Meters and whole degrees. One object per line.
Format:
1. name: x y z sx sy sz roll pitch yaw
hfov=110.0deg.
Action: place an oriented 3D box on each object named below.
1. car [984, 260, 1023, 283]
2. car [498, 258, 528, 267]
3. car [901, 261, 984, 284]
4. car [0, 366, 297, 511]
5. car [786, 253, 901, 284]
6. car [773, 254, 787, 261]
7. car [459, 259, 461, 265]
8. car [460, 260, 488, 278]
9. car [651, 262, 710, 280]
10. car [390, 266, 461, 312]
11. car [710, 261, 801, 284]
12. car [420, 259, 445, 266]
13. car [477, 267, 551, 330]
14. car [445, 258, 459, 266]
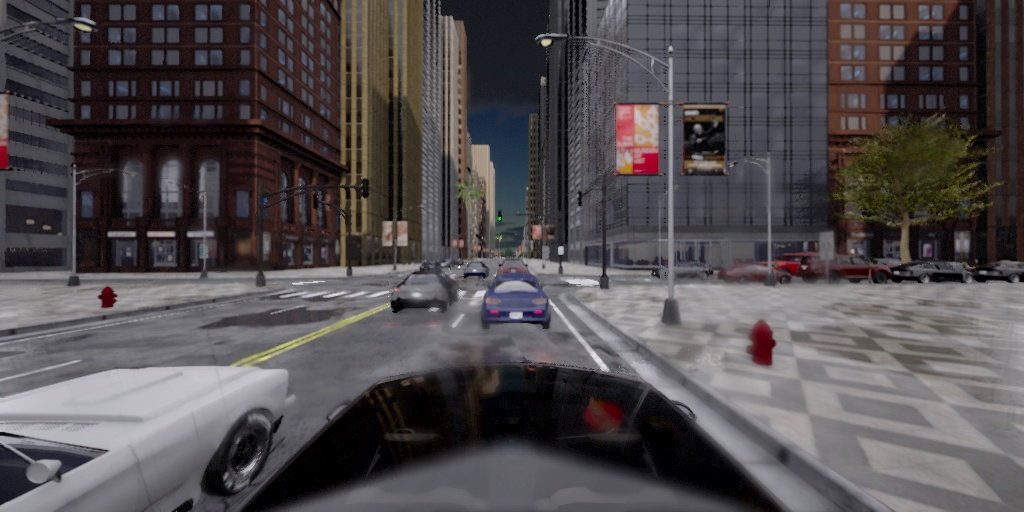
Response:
1. car: 32.232 1.077 22.983 4.313 1.339 1.948 0 0 -1
2. car: 0.090 0.983 25.706 2.097 1.767 4.553 0 0 0
3. car: 26.595 1.094 22.896 4.313 1.339 1.948 0 0 -1
4. car: -3.148 1.352 1.528 1.895 1.301 4.718 0 0 0
5. car: 20.957 0.860 22.809 5.009 1.841 2.192 0 0 -1
6. car: 22.590 0.783 28.605 5.566 2.045 2.150 0 0 -1
7. car: -9.748 1.167 64.383 2.033 1.411 5.357 0 0 0
8. car: -3.148 1.217 32.293 1.994 1.385 4.181 0 0 0
9. car: 13.287 1.158 28.463 4.181 1.385 1.994 0 0 -1
10. car: -3.209 1.255 13.863 1.994 1.385 4.181 0 0 -2
11. car: 15.319 1.147 22.722 4.207 1.307 1.802 0 0 -1
12. car: -9.837 1.196 43.440 1.994 1.385 4.181 0 0 0
13. car: 0.100 1.229 10.824 1.812 1.442 4.674 0 0 0
14. car: -9.813 1.114 53.725 2.128 1.511 4.902 0 0 0
